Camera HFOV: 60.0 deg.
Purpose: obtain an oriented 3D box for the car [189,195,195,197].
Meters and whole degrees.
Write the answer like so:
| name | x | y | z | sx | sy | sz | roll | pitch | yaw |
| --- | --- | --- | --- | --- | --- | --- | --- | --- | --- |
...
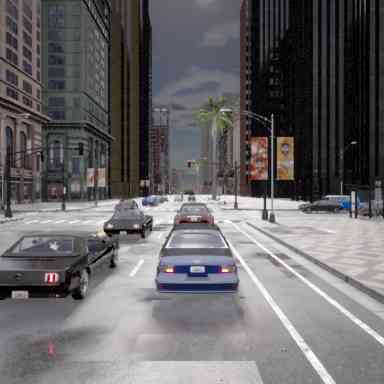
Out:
| name | x | y | z | sx | sy | sz | roll | pitch | yaw |
| --- | --- | --- | --- | --- | --- | --- | --- | --- | --- |
| car | -0.021 | 1.529 | 81.255 | 1.812 | 1.442 | 4.674 | 0 | 0 | 0 |

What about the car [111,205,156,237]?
| name | x | y | z | sx | sy | sz | roll | pitch | yaw |
| --- | --- | --- | --- | --- | --- | --- | --- | --- | --- |
| car | -3.159 | 1.601 | 17.503 | 1.895 | 1.301 | 4.718 | 0 | 0 | 0 |

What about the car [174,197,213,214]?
| name | x | y | z | sx | sy | sz | roll | pitch | yaw |
| --- | --- | --- | --- | --- | --- | --- | --- | --- | --- |
| car | 0.116 | 1.352 | 18.406 | 2.097 | 1.767 | 4.553 | 0 | 0 | 0 |

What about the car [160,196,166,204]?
| name | x | y | z | sx | sy | sz | roll | pitch | yaw |
| --- | --- | --- | --- | --- | --- | --- | --- | --- | --- |
| car | -6.564 | 1.529 | 64.274 | 1.812 | 1.442 | 4.674 | 0 | 0 | 1 |

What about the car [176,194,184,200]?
| name | x | y | z | sx | sy | sz | roll | pitch | yaw |
| --- | --- | --- | --- | --- | --- | --- | --- | --- | --- |
| car | -3.273 | 1.316 | 90.405 | 1.882 | 1.535 | 5.008 | 0 | 0 | 0 |

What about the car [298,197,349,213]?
| name | x | y | z | sx | sy | sz | roll | pitch | yaw |
| --- | --- | --- | --- | --- | --- | --- | --- | --- | --- |
| car | 13.729 | 1.509 | 35.471 | 4.674 | 1.442 | 1.812 | 0 | 0 | 2 |

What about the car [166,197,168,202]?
| name | x | y | z | sx | sy | sz | roll | pitch | yaw |
| --- | --- | --- | --- | --- | --- | --- | --- | --- | --- |
| car | -6.520 | 1.557 | 74.830 | 1.994 | 1.385 | 4.181 | 0 | 0 | 0 |

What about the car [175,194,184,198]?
| name | x | y | z | sx | sy | sz | roll | pitch | yaw |
| --- | --- | --- | --- | --- | --- | --- | --- | --- | --- |
| car | -3.271 | 1.521 | 80.402 | 1.812 | 1.442 | 4.674 | 0 | 0 | 0 |

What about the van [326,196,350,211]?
| name | x | y | z | sx | sy | sz | roll | pitch | yaw |
| --- | --- | --- | --- | --- | --- | --- | --- | --- | --- |
| van | 17.057 | 1.315 | 38.137 | 3.998 | 1.788 | 1.690 | 0 | 0 | 0 |

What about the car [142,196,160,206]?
| name | x | y | z | sx | sy | sz | roll | pitch | yaw |
| --- | --- | --- | --- | --- | --- | --- | --- | --- | --- |
| car | -6.604 | 1.479 | 51.897 | 1.882 | 1.535 | 5.008 | 0 | 0 | 0 |

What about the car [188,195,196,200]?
| name | x | y | z | sx | sy | sz | roll | pitch | yaw |
| --- | --- | --- | --- | --- | --- | --- | --- | --- | --- |
| car | -0.023 | 1.546 | 91.476 | 2.033 | 1.411 | 5.357 | 0 | 0 | 0 |

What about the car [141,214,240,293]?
| name | x | y | z | sx | sy | sz | roll | pitch | yaw |
| --- | --- | --- | --- | --- | --- | --- | --- | --- | --- |
| car | 0.100 | 1.547 | 8.963 | 2.033 | 1.411 | 5.357 | 0 | 0 | 0 |

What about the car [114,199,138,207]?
| name | x | y | z | sx | sy | sz | roll | pitch | yaw |
| --- | --- | --- | --- | --- | --- | --- | --- | --- | --- |
| car | -6.609 | 1.505 | 33.667 | 1.837 | 1.490 | 4.892 | 0 | 0 | 0 |

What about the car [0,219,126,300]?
| name | x | y | z | sx | sy | sz | roll | pitch | yaw |
| --- | --- | --- | --- | --- | --- | --- | --- | --- | --- |
| car | -3.151 | 1.600 | 8.335 | 1.895 | 1.301 | 4.718 | 0 | 0 | 0 |

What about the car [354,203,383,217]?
| name | x | y | z | sx | sy | sz | roll | pitch | yaw |
| --- | --- | --- | --- | --- | --- | --- | --- | --- | --- |
| car | 17.064 | 1.549 | 29.613 | 4.403 | 1.369 | 2.008 | 0 | 0 | 0 |
